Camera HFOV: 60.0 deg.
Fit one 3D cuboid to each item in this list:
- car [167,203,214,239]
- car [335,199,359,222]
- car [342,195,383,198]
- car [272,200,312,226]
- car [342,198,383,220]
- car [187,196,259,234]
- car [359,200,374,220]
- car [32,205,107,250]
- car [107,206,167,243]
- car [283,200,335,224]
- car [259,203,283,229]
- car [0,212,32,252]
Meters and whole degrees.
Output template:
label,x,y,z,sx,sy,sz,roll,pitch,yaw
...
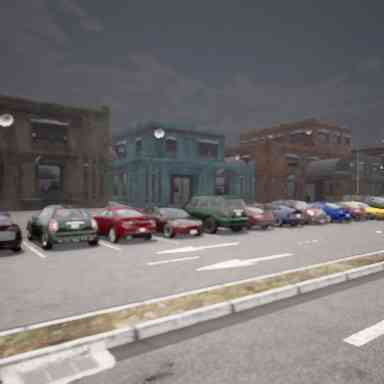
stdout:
label,x,y,z,sx,sy,sz,roll,pitch,yaw
car,-1.325,1.520,17.919,2.163,1.488,4.792,0,0,-36
car,9.826,1.536,26.028,2.097,1.535,5.008,0,0,-36
car,16.534,1.341,30.860,2.435,2.045,5.566,1,0,-36
car,5.340,1.547,22.820,2.163,1.488,4.792,0,0,-36
car,14.396,1.564,29.116,1.946,1.575,5.366,0,0,-36
car,0.876,1.248,19.585,2.435,2.045,5.566,0,0,-36
car,12.055,1.591,27.646,2.002,1.452,4.674,0,0,-36
car,-5.788,1.354,14.683,2.185,1.767,4.553,0,0,-36
car,-3.571,1.484,16.321,2.097,1.535,5.008,0,0,-36
car,7.572,1.401,24.440,2.185,1.767,4.553,0,0,-36
car,3.126,1.547,21.177,2.002,1.452,4.674,0,0,-36
car,-8.056,1.504,13.114,2.163,1.488,4.792,0,0,-36
